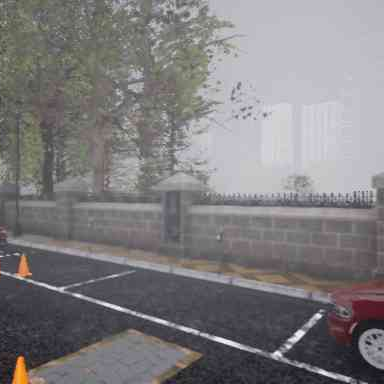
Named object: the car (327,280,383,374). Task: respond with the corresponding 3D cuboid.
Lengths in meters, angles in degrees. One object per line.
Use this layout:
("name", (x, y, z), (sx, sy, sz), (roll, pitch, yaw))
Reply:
("car", (4.047, 1.632, 4.021), (4.507, 1.381, 1.887), (0, -1, 37))

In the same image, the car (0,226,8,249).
("car", (-9.318, 1.698, 13.964), (4.206, 1.307, 1.802), (0, -1, 36))

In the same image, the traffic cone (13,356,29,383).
("traffic cone", (-1.762, 1.993, 3.413), (0.340, 0.580, 0.340), (0, -1, 37))

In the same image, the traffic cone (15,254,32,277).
("traffic cone", (-4.759, 2.049, 9.414), (0.340, 0.580, 0.340), (0, -1, 37))
